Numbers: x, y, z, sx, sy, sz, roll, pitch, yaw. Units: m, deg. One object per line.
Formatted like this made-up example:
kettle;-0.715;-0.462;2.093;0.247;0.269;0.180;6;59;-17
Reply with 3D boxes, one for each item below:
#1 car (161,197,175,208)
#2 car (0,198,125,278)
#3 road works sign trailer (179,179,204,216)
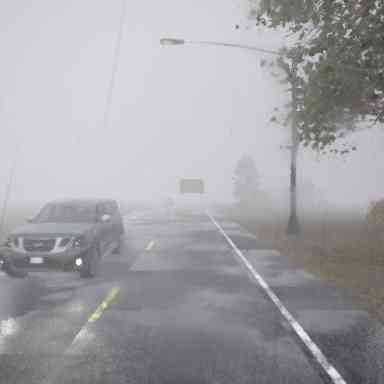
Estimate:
car;-3.578;1.560;50.268;1.837;1.490;4.892;0;0;0
car;-3.599;1.228;10.465;2.150;2.045;5.566;0;0;0
road works sign trailer;-0.002;0.495;32.735;2.380;3.560;2.880;0;0;0
